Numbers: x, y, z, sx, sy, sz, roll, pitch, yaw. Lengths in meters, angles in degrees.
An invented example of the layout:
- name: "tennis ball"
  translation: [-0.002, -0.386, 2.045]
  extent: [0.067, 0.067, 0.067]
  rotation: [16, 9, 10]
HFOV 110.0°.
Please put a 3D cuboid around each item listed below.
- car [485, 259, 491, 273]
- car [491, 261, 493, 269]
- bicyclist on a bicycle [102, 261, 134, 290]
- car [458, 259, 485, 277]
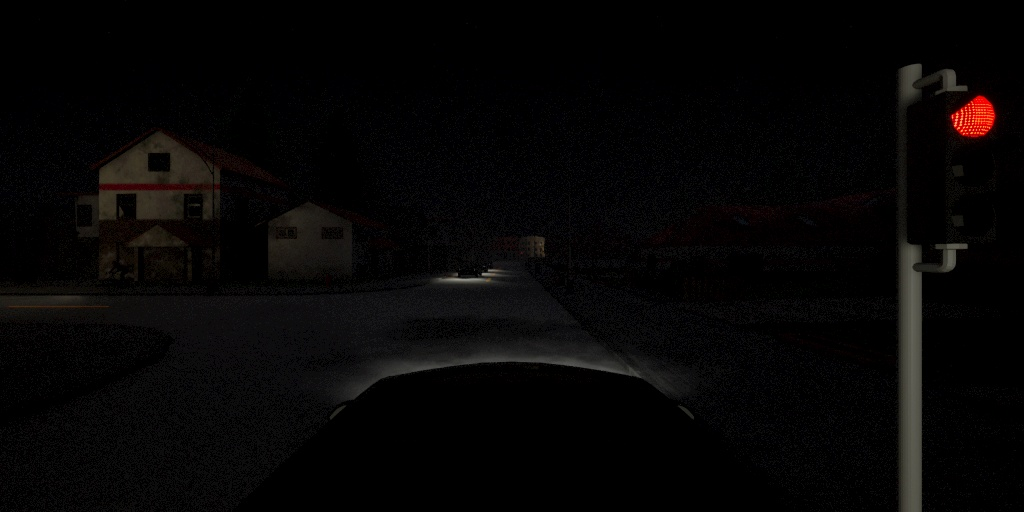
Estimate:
- name: "car"
  translation: [-4.055, 1.228, 44.932]
  extent: [1.882, 1.535, 5.008]
  rotation: [0, 0, 0]
- name: "car"
  translation: [-4.027, 1.227, 55.431]
  extent: [1.882, 1.535, 5.008]
  rotation: [0, 0, 0]
- name: "bicyclist on a bicycle"
  translation: [-22.523, 1.099, 20.511]
  extent: [0.582, 1.620, 1.656]
  rotation: [0, 0, 0]
- name: "car"
  translation: [-4.085, 1.228, 35.278]
  extent: [1.882, 1.535, 5.008]
  rotation: [0, 0, 2]
